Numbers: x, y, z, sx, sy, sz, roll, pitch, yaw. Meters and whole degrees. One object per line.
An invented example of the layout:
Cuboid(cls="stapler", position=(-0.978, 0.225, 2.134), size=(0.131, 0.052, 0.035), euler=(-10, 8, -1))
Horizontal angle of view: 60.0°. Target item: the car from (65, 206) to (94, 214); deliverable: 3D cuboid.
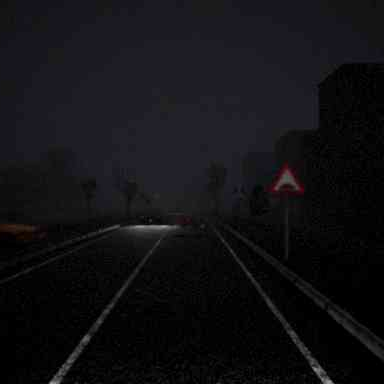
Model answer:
Cuboid(cls="car", position=(-21.933, 3.409, 63.676), size=(4.674, 1.452, 2.002), euler=(0, -2, 0))

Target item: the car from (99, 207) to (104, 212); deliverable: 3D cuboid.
Cuboid(cls="car", position=(-21.927, 3.619, 70.222), size=(5.008, 1.535, 2.097), euler=(0, -2, 0))

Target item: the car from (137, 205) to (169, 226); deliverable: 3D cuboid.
Cuboid(cls="car", position=(-3.376, 2.142, 29.416), size=(1.812, 1.442, 4.674), euler=(0, -2, 0))

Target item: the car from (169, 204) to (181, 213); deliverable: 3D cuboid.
Cuboid(cls="car", position=(-3.218, 3.702, 70.320), size=(2.033, 1.411, 5.357), euler=(0, -2, 0))

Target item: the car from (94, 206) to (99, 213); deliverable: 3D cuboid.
Cuboid(cls="car", position=(-21.923, 3.495, 66.951), size=(4.892, 1.521, 2.231), euler=(0, -2, 0))

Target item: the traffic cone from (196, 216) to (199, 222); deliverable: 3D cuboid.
Cuboid(cls="traffic cone", position=(0.591, 2.756, 34.106), size=(0.340, 0.580, 0.340), euler=(0, -2, 0))

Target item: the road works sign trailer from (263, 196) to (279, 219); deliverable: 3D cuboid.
Cuboid(cls="road works sign trailer", position=(11.907, 2.801, 50.655), size=(2.380, 3.560, 2.880), euler=(7, 45, 22))

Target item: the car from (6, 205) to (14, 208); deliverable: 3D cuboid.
Cuboid(cls="car", position=(-21.958, 2.363, 36.190), size=(4.674, 1.452, 2.002), euler=(0, -2, 0))

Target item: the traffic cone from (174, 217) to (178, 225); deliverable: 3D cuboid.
Cuboid(cls="traffic cone", position=(-1.408, 2.528, 28.110), size=(0.340, 0.580, 0.340), euler=(0, -2, 0))

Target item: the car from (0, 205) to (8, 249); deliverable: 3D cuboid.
Cuboid(cls="car", position=(-9.594, 1.474, 11.924), size=(4.553, 1.767, 2.185), euler=(0, -1, 0))

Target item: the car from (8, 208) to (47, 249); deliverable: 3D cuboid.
Cuboid(cls="car", position=(-9.397, 1.658, 14.840), size=(5.366, 1.575, 1.946), euler=(0, -1, 0))

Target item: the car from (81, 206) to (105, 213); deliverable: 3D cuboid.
Cuboid(cls="car", position=(-21.912, 3.779, 73.367), size=(4.674, 1.452, 2.002), euler=(0, -2, 0))

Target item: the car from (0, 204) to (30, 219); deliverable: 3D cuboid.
Cuboid(cls="car", position=(-22.023, 2.316, 39.364), size=(4.553, 1.767, 2.185), euler=(0, -2, 0))
